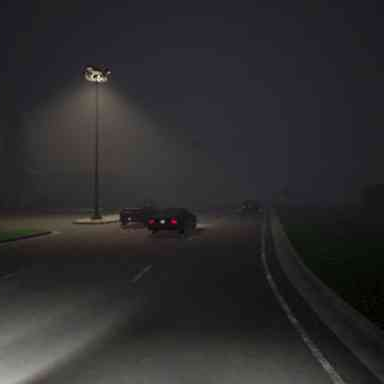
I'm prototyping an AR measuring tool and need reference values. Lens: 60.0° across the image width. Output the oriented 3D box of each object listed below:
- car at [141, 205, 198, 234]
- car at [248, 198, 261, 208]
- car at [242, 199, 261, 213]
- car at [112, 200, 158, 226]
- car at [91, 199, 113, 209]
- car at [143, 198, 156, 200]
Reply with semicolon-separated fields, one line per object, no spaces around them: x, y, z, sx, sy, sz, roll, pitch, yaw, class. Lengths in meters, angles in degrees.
-1.006;1.622;19.833;2.033;1.411;5.357;0;0;12;car
10.338;1.765;54.761;1.994;1.385;4.181;0;0;13;car
6.954;1.692;39.350;2.033;1.411;5.357;0;0;13;car
-3.586;1.584;24.248;2.128;1.511;4.902;0;0;12;car
-13.312;1.717;49.963;1.812;1.442;4.674;0;0;13;car
-6.377;1.698;48.874;1.837;1.490;4.892;0;-1;13;car
